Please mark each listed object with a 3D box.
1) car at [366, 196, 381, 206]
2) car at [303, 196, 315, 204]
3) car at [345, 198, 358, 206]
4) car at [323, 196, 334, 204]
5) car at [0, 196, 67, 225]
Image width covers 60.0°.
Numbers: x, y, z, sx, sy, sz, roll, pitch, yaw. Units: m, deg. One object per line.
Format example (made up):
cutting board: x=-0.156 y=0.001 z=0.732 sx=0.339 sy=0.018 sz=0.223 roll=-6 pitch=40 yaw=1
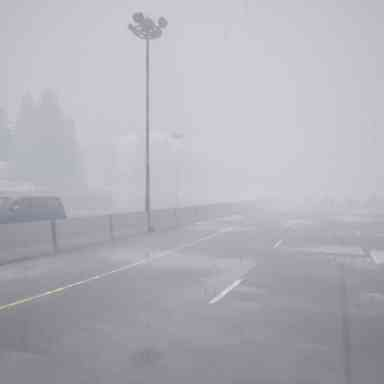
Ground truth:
car: x=30.394 y=1.507 z=55.747 sx=1.837 sy=1.490 sz=4.892 roll=0 pitch=0 yaw=22
car: x=22.662 y=1.507 z=64.503 sx=1.837 sy=1.490 sz=4.892 roll=0 pitch=0 yaw=23
car: x=26.134 y=1.603 z=54.628 sx=1.895 sy=1.301 sz=4.718 roll=0 pitch=0 yaw=22
car: x=26.628 y=1.480 z=64.933 sx=1.882 sy=1.535 sz=5.008 roll=0 pitch=0 yaw=23
car: x=-8.786 y=1.223 z=16.559 sx=2.150 sy=2.045 sz=5.566 roll=0 pitch=0 yaw=24
